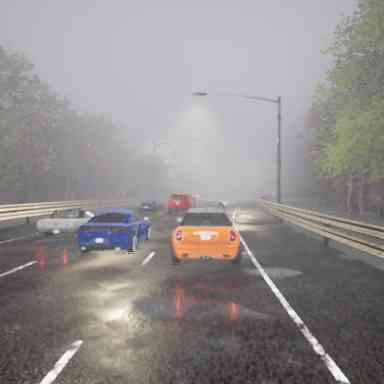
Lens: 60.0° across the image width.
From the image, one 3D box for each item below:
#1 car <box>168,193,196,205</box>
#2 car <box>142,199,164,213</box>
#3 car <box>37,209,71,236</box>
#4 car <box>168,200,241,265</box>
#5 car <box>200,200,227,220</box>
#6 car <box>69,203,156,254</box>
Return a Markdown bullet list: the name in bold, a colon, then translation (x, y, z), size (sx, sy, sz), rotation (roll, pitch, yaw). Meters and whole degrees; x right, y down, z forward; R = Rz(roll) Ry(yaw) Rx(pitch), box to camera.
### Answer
- **car**: translation (-0.945, 1.142, 33.501), size (2.150, 2.045, 5.566), rotation (0, 0, 8)
- **car**: translation (-4.242, 1.464, 35.005), size (1.994, 1.385, 4.181), rotation (0, 0, 8)
- **car**: translation (-6.157, 1.544, 17.714), size (1.895, 1.301, 4.718), rotation (0, 0, 4)
- **car**: translation (0.498, 1.329, 11.796), size (2.097, 1.767, 4.553), rotation (0, 0, 3)
- **car**: translation (1.989, 1.492, 29.050), size (2.033, 1.411, 5.357), rotation (0, 0, 7)
- **car**: translation (-2.919, 1.441, 13.459), size (1.882, 1.535, 5.008), rotation (0, 0, 3)
